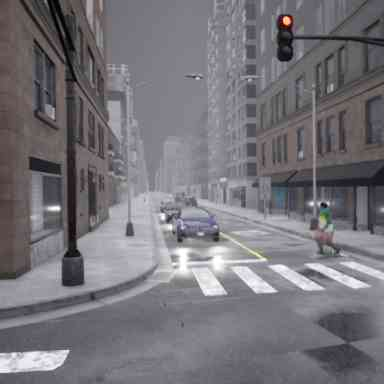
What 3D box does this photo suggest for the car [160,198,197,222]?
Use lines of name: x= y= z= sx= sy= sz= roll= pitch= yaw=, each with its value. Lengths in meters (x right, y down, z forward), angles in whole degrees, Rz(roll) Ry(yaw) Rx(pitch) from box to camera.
car: x=-1.173 y=1.462 z=25.648 sx=2.033 sy=1.411 sz=5.357 roll=-1 pitch=0 yaw=-7

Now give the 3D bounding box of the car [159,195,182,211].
car: x=-2.446 y=1.407 z=35.639 sx=1.812 sy=1.442 sz=4.674 roll=-1 pitch=0 yaw=-7

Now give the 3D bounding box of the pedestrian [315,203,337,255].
pedestrian: x=4.603 y=1.202 z=11.418 sx=0.375 sy=1.860 sz=0.375 roll=-1 pitch=1 yaw=-7

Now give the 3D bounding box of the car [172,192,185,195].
car: x=-2.234 y=0.974 z=58.931 sx=2.150 sy=2.045 sz=5.566 roll=-1 pitch=0 yaw=-7

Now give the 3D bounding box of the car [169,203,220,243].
car: x=0.056 y=1.469 z=16.091 sx=1.812 sy=1.442 sz=4.674 roll=-1 pitch=0 yaw=-7

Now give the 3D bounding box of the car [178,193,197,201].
car: x=-0.448 y=1.308 z=45.084 sx=1.837 sy=1.490 sz=4.892 roll=-1 pitch=-1 yaw=-7
